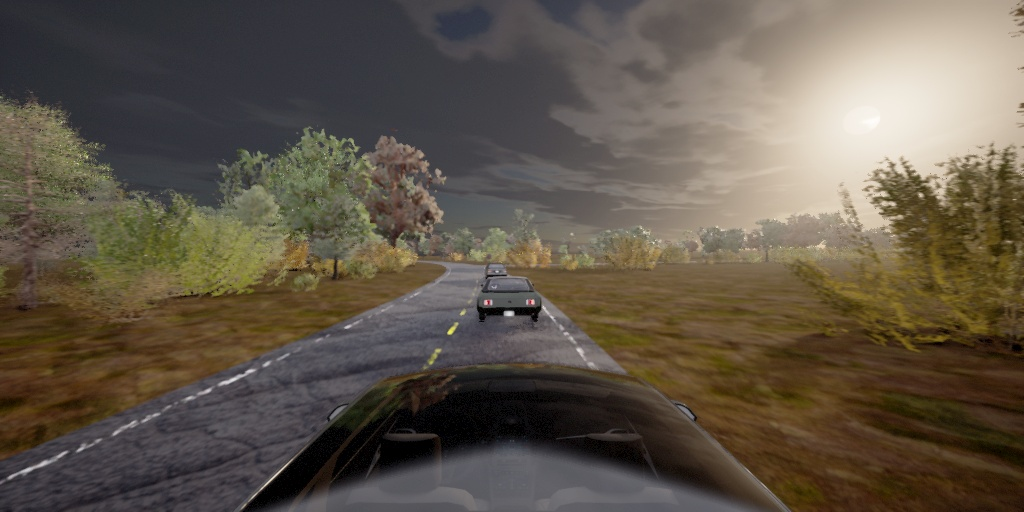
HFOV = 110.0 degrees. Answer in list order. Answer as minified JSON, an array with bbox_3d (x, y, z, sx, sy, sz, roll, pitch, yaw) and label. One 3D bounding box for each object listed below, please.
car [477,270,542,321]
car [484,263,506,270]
[{"bbox_3d":[-0.155,1.352,12.422,1.895,1.301,4.718,0,0,-2],"label":"car"},{"bbox_3d":[-1.439,1.301,31.099,2.033,1.411,5.357,0,0,-6],"label":"car"}]
